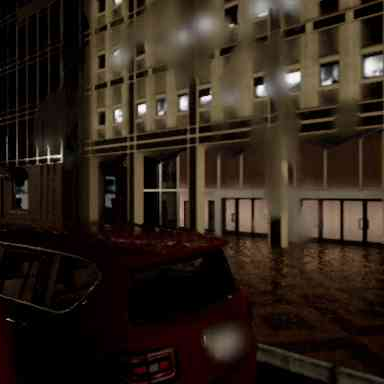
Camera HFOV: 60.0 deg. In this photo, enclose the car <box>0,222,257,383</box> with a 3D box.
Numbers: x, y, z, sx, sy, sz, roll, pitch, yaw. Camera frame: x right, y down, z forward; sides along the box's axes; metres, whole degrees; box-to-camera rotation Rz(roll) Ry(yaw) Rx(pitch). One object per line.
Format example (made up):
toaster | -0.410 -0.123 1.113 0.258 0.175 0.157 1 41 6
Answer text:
car | -1.679 1.306 4.075 5.009 1.841 2.192 0 0 35
